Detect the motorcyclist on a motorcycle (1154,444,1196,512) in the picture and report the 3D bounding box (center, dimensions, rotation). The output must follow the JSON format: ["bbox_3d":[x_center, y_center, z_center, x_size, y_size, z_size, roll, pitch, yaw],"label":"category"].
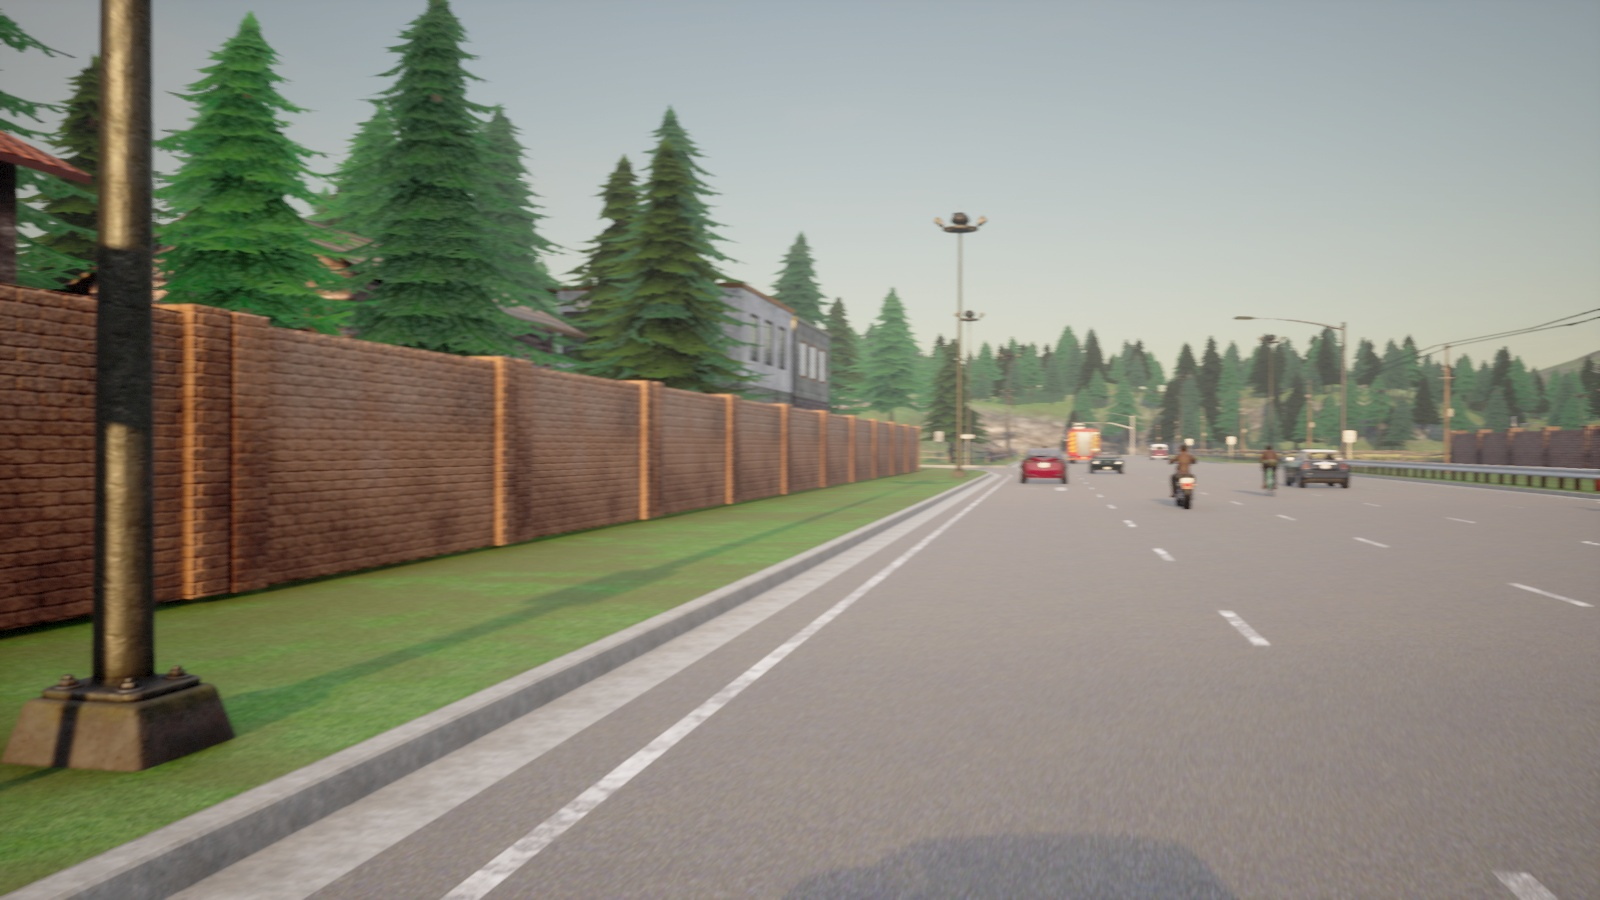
[{"bbox_3d":[9.469,0.679,31.787,0.766,1.649,2.350,0,0,11],"label":"motorcyclist on a motorcycle"}]

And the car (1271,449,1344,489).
[{"bbox_3d":[19.967,0.721,49.566,1.970,1.475,3.806,0,0,11],"label":"car"}]

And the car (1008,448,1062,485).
[{"bbox_3d":[10.073,0.673,53.749,2.163,1.488,4.792,0,0,11],"label":"car"}]

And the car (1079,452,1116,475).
[{"bbox_3d":[17.438,0.772,73.791,1.895,1.301,4.718,0,0,11],"label":"car"}]
